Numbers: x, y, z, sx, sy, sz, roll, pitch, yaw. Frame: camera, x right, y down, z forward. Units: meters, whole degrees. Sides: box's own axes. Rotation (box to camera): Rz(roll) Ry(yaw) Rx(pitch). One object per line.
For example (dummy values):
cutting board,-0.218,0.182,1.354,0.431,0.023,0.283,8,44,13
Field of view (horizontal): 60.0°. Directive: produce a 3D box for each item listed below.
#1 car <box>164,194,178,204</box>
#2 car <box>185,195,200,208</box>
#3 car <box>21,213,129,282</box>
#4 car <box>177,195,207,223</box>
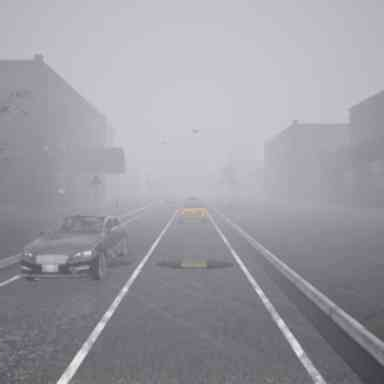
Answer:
car,-3.131,1.052,50.043,2.128,1.511,4.902,0,1,0
car,0.057,1.162,41.685,1.837,1.490,4.892,0,1,0
car,-3.112,1.412,9.736,2.128,1.511,4.902,0,0,0
car,0.073,1.287,23.809,1.801,1.575,5.366,0,0,0
